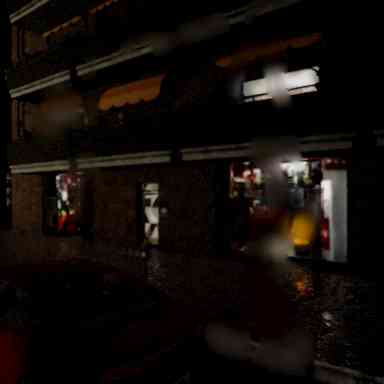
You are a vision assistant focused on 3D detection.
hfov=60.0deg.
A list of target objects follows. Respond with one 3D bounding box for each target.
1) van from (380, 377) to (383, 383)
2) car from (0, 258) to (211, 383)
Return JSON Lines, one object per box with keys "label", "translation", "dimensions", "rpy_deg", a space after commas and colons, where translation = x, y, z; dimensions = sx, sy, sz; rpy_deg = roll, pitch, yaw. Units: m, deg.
{"label": "van", "translation": [2.731, 1.342, 0.933], "dimensions": [3.998, 1.788, 1.690], "rpy_deg": [0, 0, 35]}
{"label": "car", "translation": [-1.903, 1.542, 4.236], "dimensions": [4.507, 1.381, 1.887], "rpy_deg": [0, 0, 35]}
